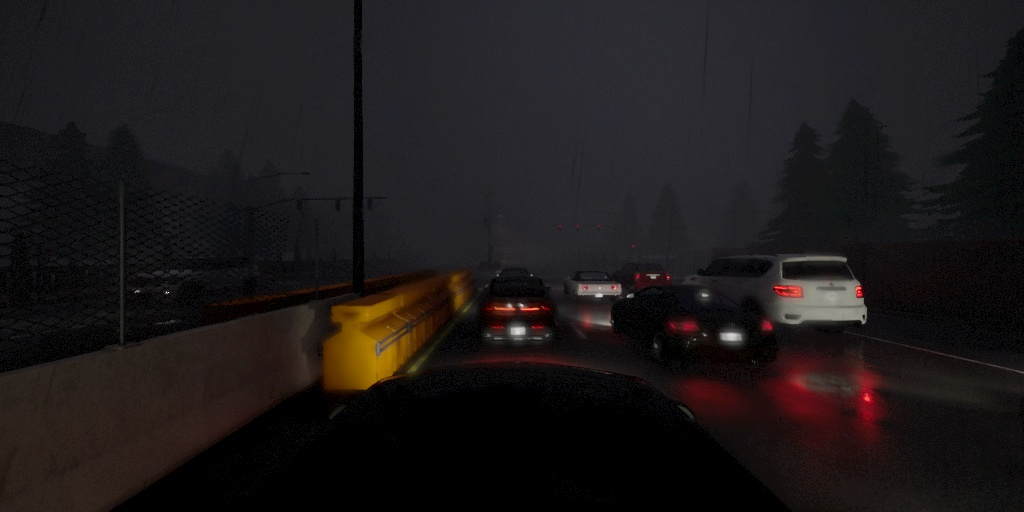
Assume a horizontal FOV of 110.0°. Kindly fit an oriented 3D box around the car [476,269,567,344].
[{"bbox_3d":[0.121,1.255,9.587,1.837,1.490,4.892,0,0,0],"label":"car"}]

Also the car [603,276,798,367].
[{"bbox_3d":[3.625,1.314,7.958,1.994,1.385,4.181,0,0,-1],"label":"car"}]

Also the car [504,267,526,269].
[{"bbox_3d":[0.145,1.297,19.105,2.033,1.411,5.357,0,0,0],"label":"car"}]

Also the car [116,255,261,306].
[{"bbox_3d":[-13.969,0.974,16.084,2.150,2.045,5.566,0,0,0],"label":"car"}]

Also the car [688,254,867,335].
[{"bbox_3d":[7.125,0.971,10.657,2.150,2.045,5.566,0,0,0],"label":"car"}]

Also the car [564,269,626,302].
[{"bbox_3d":[3.642,1.351,17.139,1.895,1.301,4.718,0,0,0],"label":"car"}]

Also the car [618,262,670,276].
[{"bbox_3d":[7.150,1.102,20.243,2.097,1.767,4.553,0,0,0],"label":"car"}]
